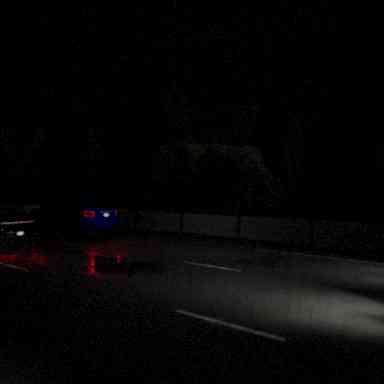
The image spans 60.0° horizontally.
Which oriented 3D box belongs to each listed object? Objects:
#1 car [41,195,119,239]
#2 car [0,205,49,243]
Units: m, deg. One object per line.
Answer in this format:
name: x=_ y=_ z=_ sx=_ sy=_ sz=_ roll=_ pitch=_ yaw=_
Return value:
car: x=-6.166 y=1.149 z=17.015 sx=5.566 sy=2.045 sz=2.150 roll=0 pitch=0 yaw=36
car: x=-8.759 y=1.416 z=14.565 sx=4.902 sy=1.511 sz=2.128 roll=0 pitch=0 yaw=36
